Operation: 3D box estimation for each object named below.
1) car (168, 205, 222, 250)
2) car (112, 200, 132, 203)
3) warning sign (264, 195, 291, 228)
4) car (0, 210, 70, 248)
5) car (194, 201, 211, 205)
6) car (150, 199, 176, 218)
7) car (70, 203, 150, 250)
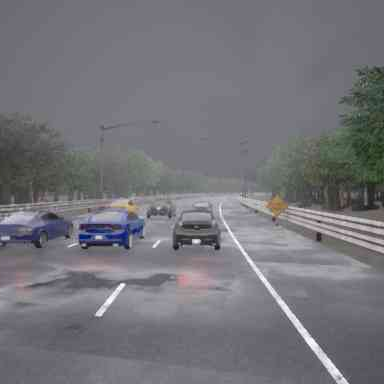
[{"bbox_3d":[0.228,1.510,14.300,1.837,1.490,4.892,0,0,2],"label":"car"},{"bbox_3d":[-6.086,1.468,29.455,1.882,1.535,5.008,0,0,3],"label":"car"},{"bbox_3d":[4.971,1.105,19.412,1.300,1.860,1.060,0,0,2],"label":"warning sign"},{"bbox_3d":[-6.768,1.526,14.519,1.812,1.442,4.674,0,0,2],"label":"car"},{"bbox_3d":[0.902,1.517,29.049,1.812,1.442,4.674,0,0,3],"label":"car"},{"bbox_3d":[-2.594,1.349,29.222,2.097,1.767,4.553,0,0,3],"label":"car"},{"bbox_3d":[-3.270,1.478,14.410,1.882,1.535,5.008,0,0,2],"label":"car"}]
